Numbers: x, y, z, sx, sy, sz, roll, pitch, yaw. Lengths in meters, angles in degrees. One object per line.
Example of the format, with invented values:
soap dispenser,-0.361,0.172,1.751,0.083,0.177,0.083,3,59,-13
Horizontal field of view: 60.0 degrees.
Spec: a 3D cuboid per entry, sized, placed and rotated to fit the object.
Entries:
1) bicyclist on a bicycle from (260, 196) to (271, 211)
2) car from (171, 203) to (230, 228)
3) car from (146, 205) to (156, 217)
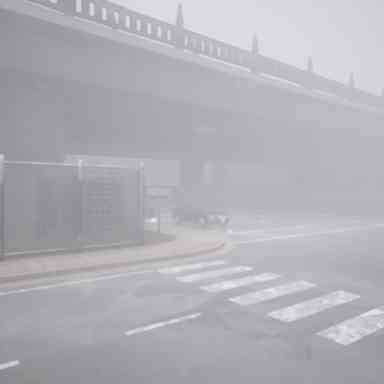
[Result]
bicyclist on a bicycle,8.067,1.275,36.512,1.656,1.620,0.582,0,0,-36
car,0.458,1.479,22.330,2.128,1.511,4.902,0,0,-36
car,-5.263,1.536,30.225,2.033,1.411,5.357,0,0,-36
